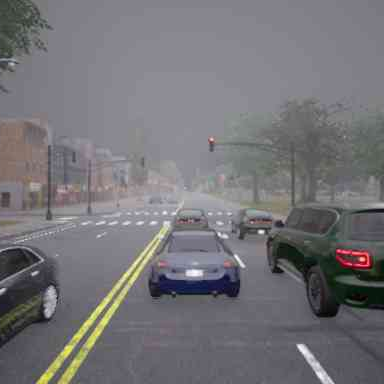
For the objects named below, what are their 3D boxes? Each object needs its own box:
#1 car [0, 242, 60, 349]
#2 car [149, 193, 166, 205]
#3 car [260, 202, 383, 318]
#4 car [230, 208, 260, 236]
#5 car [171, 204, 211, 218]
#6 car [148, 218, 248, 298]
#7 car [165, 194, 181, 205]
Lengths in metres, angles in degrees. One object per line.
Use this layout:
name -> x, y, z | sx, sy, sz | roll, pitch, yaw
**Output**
car -> -3.370, 1.515, 4.401 | 1.837, 1.490, 4.892 | 0, -1, 0
car -> -6.879, 1.306, 63.667 | 2.150, 2.045, 5.566 | 0, 0, 0
car -> 3.284, 1.239, 7.587 | 2.150, 2.045, 5.566 | 0, -1, 0
car -> 3.198, 1.611, 17.732 | 1.837, 1.490, 4.892 | 0, 0, 0
car -> -0.056, 1.613, 17.892 | 1.837, 1.490, 4.892 | 0, 0, 1
car -> 0.032, 1.595, 8.605 | 1.994, 1.385, 4.181 | 0, 0, -1
car -> -3.634, 1.587, 63.725 | 1.837, 1.490, 4.892 | 0, 1, 0
